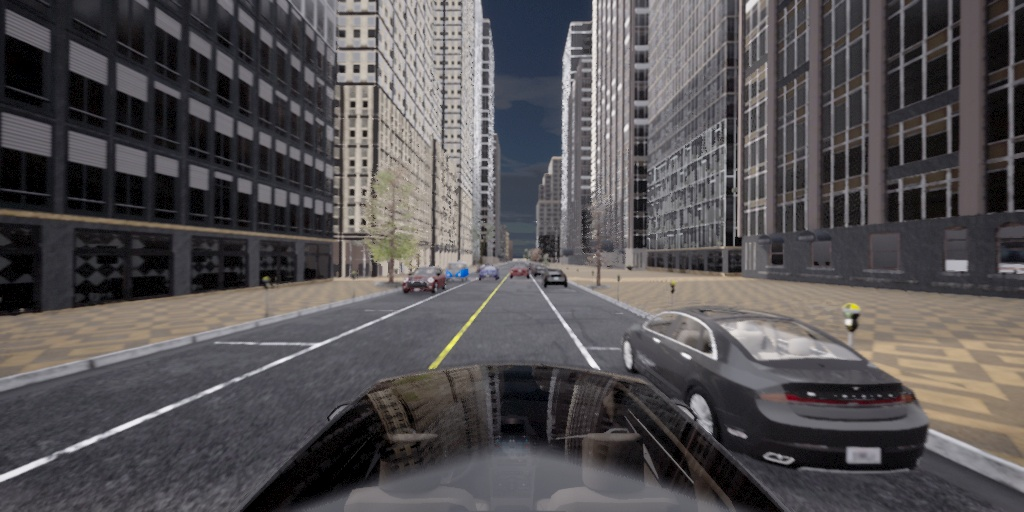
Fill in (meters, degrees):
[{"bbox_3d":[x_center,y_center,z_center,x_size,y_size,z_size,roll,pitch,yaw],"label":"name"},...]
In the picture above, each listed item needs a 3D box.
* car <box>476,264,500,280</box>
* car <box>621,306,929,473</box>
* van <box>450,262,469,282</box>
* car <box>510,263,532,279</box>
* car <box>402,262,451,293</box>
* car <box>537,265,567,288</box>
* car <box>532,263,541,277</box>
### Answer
[{"bbox_3d":[-2.283,1.685,36.733,1.812,1.442,4.674,0,-1,1],"label":"car"},{"bbox_3d":[2.829,1.366,5.012,2.007,1.370,4.403,0,0,1],"label":"car"},{"bbox_3d":[-5.055,1.435,33.409,1.690,1.789,3.998,0,0,1],"label":"van"},{"bbox_3d":[0.869,1.574,39.705,2.097,1.767,4.553,0,-1,2],"label":"car"},{"bbox_3d":[-5.304,1.394,22.130,1.967,1.591,4.097,0,0,1],"label":"car"},{"bbox_3d":[3.199,1.661,27.576,1.948,1.339,4.313,0,0,1],"label":"car"},{"bbox_3d":[3.574,1.869,44.499,1.948,1.339,4.313,0,0,1],"label":"car"}]
